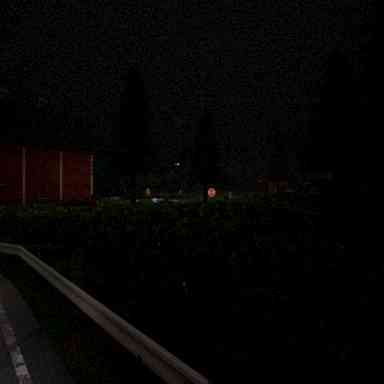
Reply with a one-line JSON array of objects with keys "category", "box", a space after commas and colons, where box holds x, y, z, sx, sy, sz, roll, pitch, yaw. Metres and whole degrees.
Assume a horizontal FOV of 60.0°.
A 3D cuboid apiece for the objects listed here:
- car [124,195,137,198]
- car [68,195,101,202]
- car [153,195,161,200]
[{"category": "car", "box": [-16.752, 1.530, 89.691, 1.816, 1.474, 4.193, 0, 0, 33]}, {"category": "car", "box": [-14.722, 1.504, 42.942, 1.882, 1.535, 5.008, 0, 1, 33]}, {"category": "car", "box": [-4.989, 1.589, 51.210, 1.994, 1.385, 4.181, 0, 0, 33]}]
